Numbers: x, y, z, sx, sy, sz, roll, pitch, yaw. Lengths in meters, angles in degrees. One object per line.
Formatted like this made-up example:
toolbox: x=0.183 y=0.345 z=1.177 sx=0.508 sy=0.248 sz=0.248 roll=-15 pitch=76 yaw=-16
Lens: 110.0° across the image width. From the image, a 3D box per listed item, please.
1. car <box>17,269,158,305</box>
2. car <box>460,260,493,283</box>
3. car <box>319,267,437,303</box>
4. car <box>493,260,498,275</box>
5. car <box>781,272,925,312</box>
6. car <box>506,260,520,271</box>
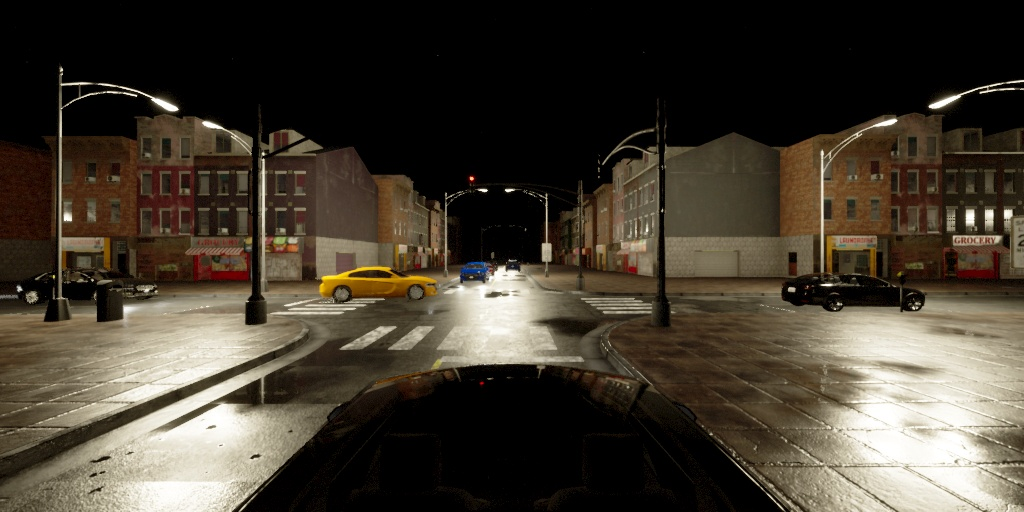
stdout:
car: x=-18.485 y=1.312 z=15.749 sx=4.892 sy=1.490 sz=1.837 roll=-1 pitch=0 yaw=0
car: x=-2.822 y=1.238 z=27.913 sx=1.882 sy=1.535 sz=5.008 roll=0 pitch=0 yaw=1
car: x=-5.969 y=1.243 z=16.380 sx=5.008 sy=1.535 sz=1.882 roll=0 pitch=0 yaw=-9
car: x=-2.833 y=1.332 z=37.864 sx=1.994 sy=1.385 sz=4.181 roll=0 pitch=0 yaw=0
car: x=12.359 y=1.266 z=13.169 sx=4.313 sy=1.339 sz=1.948 roll=0 pitch=0 yaw=0
car: x=0.122 y=1.341 z=48.994 sx=1.994 sy=1.385 sz=4.181 roll=0 pitch=0 yaw=0
